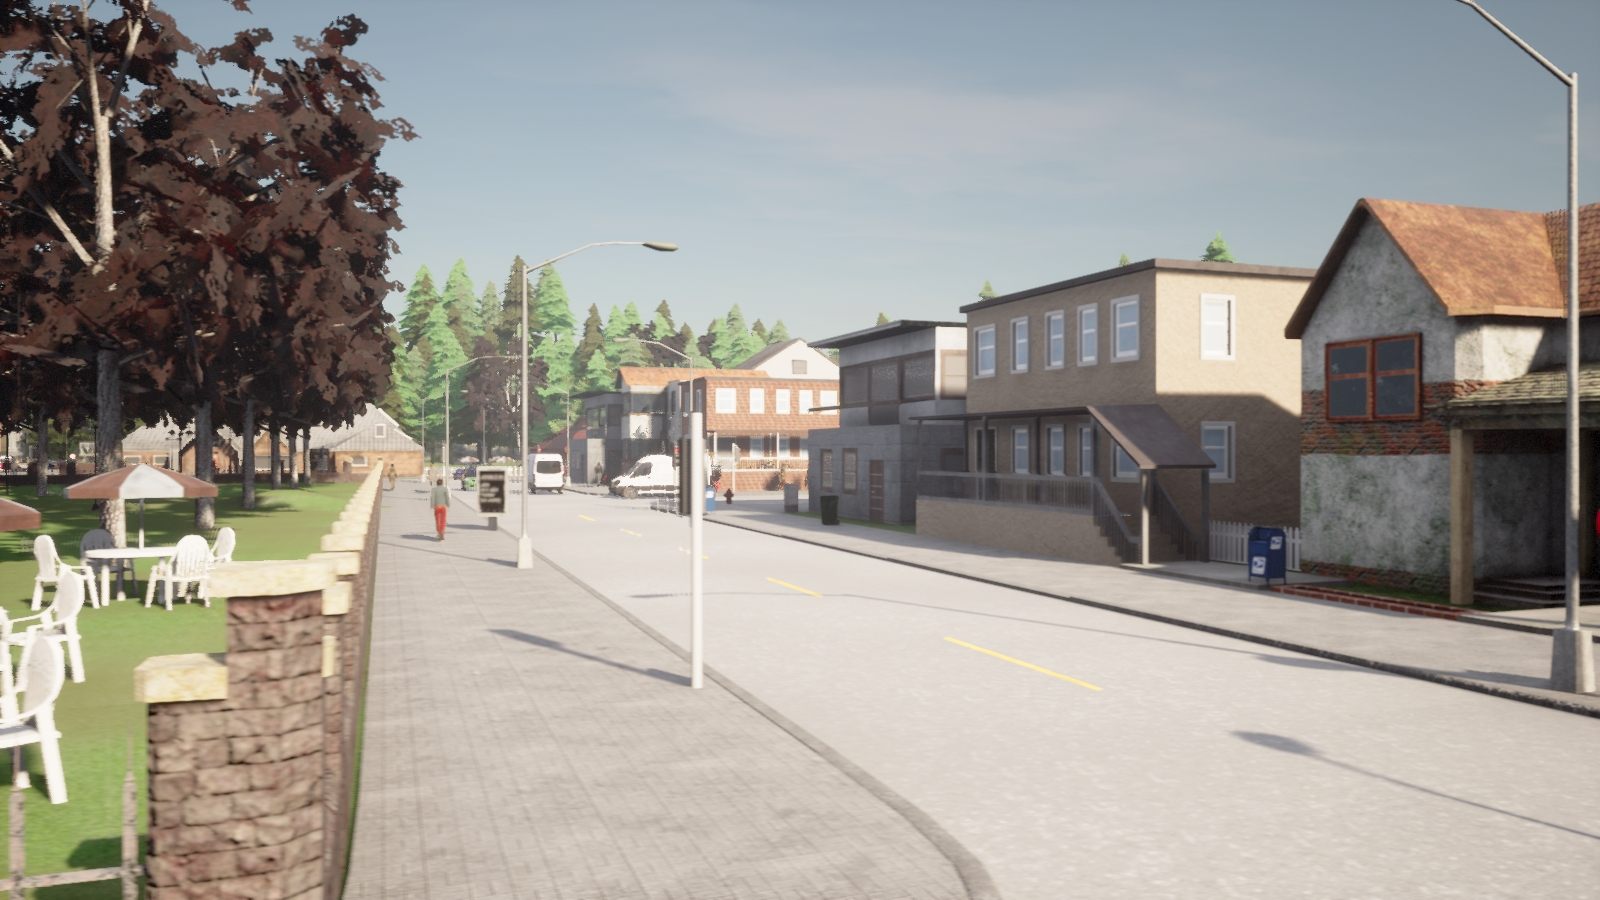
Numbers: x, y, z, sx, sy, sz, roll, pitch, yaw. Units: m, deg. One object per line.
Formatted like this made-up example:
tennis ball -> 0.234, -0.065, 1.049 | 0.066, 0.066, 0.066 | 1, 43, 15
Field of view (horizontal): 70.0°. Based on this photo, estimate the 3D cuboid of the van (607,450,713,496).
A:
van -> -8.170, 1.312, 66.673 | 5.915, 2.561, 1.988 | 0, 0, -17

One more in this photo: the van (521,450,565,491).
van -> -16.874, 1.313, 74.725 | 1.988, 2.561, 5.915 | 0, 0, -21

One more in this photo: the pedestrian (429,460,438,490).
pedestrian -> -22.575, 1.524, 70.453 | 0.375, 1.860, 0.375 | 0, 0, 24

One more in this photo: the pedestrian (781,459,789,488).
pedestrian -> -0.964, 1.513, 74.689 | 0.375, 1.860, 0.375 | 0, 0, 39

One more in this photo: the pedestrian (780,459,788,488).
pedestrian -> -1.039, 1.515, 74.015 | 0.375, 1.860, 0.375 | 0, 0, -25

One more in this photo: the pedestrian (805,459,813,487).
pedestrian -> 0.597, 1.513, 75.036 | 0.375, 1.860, 0.375 | 0, 0, -21

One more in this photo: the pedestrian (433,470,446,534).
pedestrian -> -10.634, 1.524, 33.712 | 0.375, 1.860, 0.375 | 0, 0, -18
